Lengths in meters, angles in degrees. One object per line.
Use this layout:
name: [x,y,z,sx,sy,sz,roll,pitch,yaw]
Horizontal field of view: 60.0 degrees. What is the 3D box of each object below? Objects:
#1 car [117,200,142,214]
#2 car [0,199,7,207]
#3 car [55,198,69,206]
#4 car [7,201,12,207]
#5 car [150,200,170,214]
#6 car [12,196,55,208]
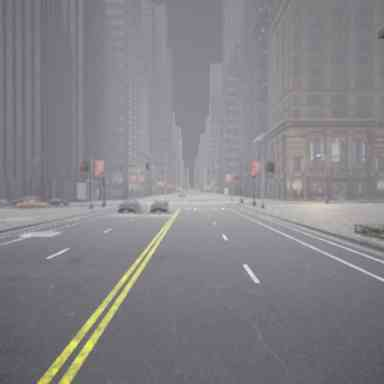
car: [-6.556,1.529,35.751,2.033,1.411,5.357,0,0,0]
car: [-34.154,1.972,58.679,4.206,1.307,1.802,-1,1,0]
car: [-23.980,1.796,58.644,4.507,1.381,1.887,-1,1,0]
car: [-29.070,1.636,58.657,5.009,1.841,2.192,-1,1,0]
car: [-3.308,1.529,35.469,2.033,1.411,5.357,0,0,0]
car: [-23.840,1.816,50.116,4.829,1.417,1.752,-1,1,0]
